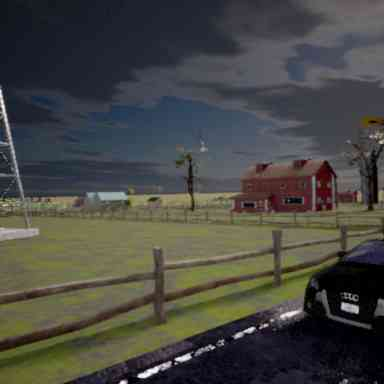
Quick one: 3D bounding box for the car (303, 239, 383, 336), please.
[{"bbox_3d":[4.011,1.665,6.602,4.181,1.385,1.994,0,-1,-41],"label":"car"}]
